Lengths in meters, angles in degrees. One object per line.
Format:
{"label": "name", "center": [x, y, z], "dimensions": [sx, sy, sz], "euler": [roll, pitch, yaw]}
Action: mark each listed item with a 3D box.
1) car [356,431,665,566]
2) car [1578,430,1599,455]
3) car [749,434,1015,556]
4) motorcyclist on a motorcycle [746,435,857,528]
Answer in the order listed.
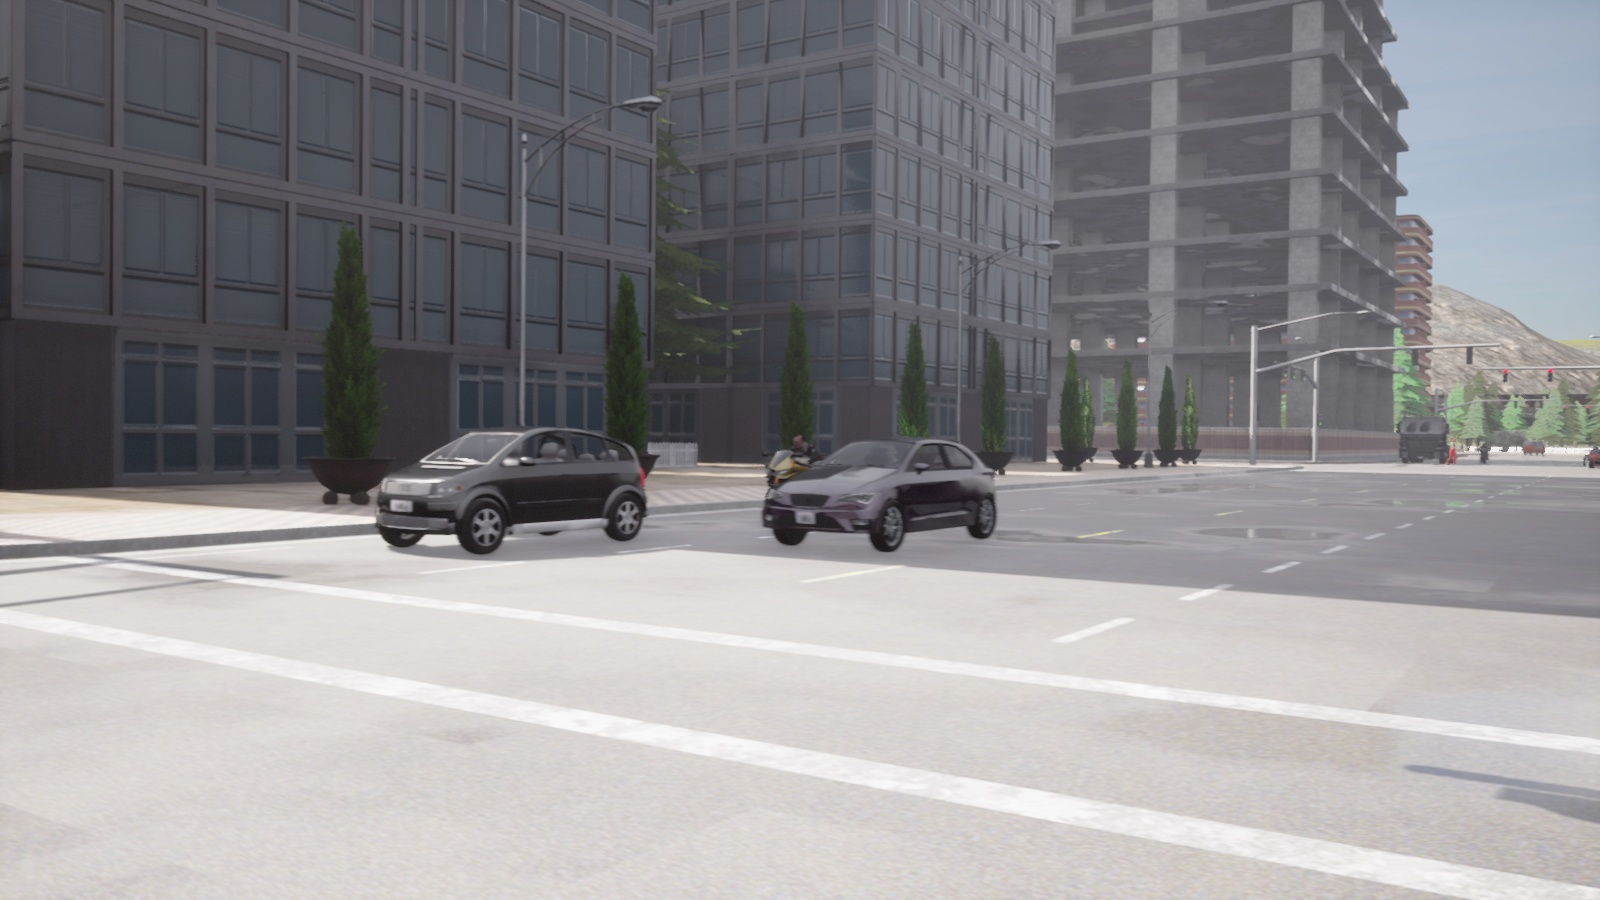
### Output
{"label": "car", "center": [-3.660, 0.536, 16.424], "dimensions": [1.789, 1.549, 3.705], "euler": [0, 1, 34]}
{"label": "car", "center": [50.312, -0.455, 76.801], "dimensions": [2.163, 1.488, 4.792], "euler": [-1, 1, -7]}
{"label": "car", "center": [1.274, 0.528, 17.490], "dimensions": [1.816, 1.474, 4.193], "euler": [0, 1, 34]}
{"label": "motorcyclist on a motorcycle", "center": [0.059, 0.505, 21.957], "dimensions": [0.866, 1.530, 2.191], "euler": [0, 1, 34]}
